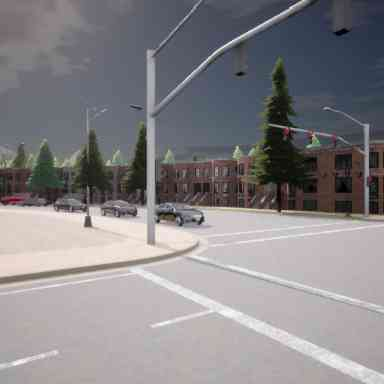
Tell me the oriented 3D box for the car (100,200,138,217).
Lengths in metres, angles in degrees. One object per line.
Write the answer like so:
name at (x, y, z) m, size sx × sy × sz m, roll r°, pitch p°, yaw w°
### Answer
car at (-6.840, 1.505, 30.895) m, size 1.837 × 1.490 × 4.892 m, roll 0°, pitch 0°, yaw -40°

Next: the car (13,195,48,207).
car at (-24.170, 1.547, 51.131) m, size 5.357 × 1.411 × 2.033 m, roll 0°, pitch 0°, yaw 17°

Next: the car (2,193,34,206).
car at (-29.030, 1.221, 55.920) m, size 5.566 × 2.045 × 2.150 m, roll 0°, pitch 0°, yaw 10°

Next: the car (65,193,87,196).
car at (-18.912, 1.221, 52.862) m, size 5.566 × 2.045 × 2.150 m, roll 0°, pitch 0°, yaw 23°

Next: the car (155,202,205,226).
car at (-1.077, 1.492, 23.342) m, size 2.128 × 1.511 × 4.902 m, roll 0°, pitch 0°, yaw -36°

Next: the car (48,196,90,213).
car at (-13.826, 1.505, 37.793) m, size 4.892 × 1.490 × 1.837 m, roll 0°, pitch 0°, yaw 37°
